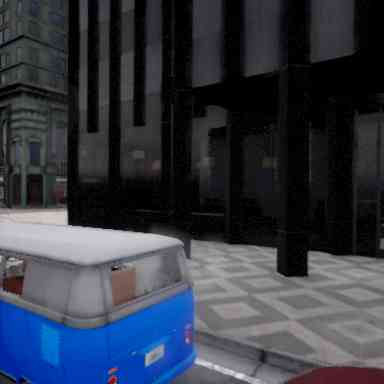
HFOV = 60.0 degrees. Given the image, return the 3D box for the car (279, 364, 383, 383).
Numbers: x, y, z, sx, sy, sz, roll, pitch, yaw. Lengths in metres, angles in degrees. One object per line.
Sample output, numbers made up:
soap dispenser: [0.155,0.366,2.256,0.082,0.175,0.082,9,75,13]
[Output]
car: [2.270,1.579,1.350,4.206,1.307,1.802,0,1,36]

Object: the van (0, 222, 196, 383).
van: [-1.871,1.350,4.307,3.998,1.788,1.690,0,1,36]
